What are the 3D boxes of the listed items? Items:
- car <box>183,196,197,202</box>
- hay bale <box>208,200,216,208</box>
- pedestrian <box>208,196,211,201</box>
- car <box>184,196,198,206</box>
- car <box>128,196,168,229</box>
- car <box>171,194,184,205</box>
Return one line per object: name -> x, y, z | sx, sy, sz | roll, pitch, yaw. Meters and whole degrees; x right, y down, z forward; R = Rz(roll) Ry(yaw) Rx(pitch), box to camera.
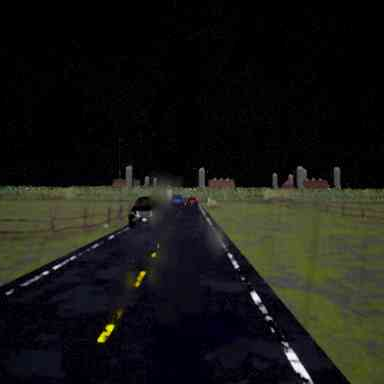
car -> -0.453, 1.685, 79.221 | 1.895, 1.301, 4.718 | 0, 0, -20
hay bale -> 3.116, 1.844, 51.966 | 1.220, 1.180, 1.240 | -1, -1, 0
pedestrian -> 2.826, 1.495, 53.076 | 0.375, 1.860, 0.375 | 1, -1, -3
car -> 0.003, 1.693, 60.638 | 1.882, 1.535, 5.008 | 0, 0, 0
car -> -2.849, 1.309, 22.682 | 2.150, 2.045, 5.566 | 0, 0, 0
car -> -2.767, 1.456, 63.281 | 2.150, 2.045, 5.566 | 0, 0, 0
